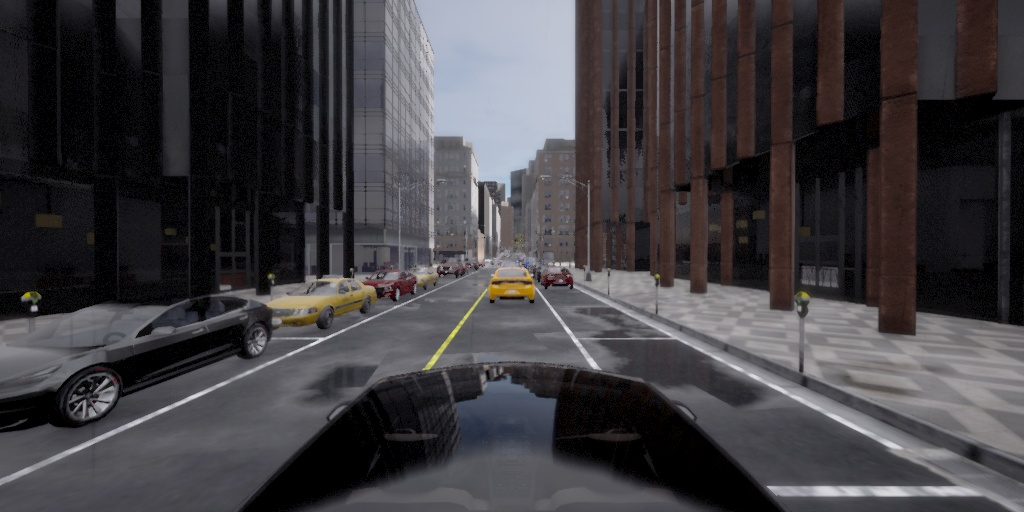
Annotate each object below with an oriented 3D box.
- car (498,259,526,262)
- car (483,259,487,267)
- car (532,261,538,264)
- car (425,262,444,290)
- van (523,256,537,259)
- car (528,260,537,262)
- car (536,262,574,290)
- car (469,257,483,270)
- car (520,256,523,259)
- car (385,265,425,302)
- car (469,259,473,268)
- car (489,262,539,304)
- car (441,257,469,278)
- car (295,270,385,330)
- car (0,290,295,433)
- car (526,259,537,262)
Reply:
[{"bbox_3d":[0.000,1.245,31.501,1.882,1.535,5.008,0,0,0],"label":"car"},{"bbox_3d":[-5.763,1.292,62.102,1.888,1.381,4.507,0,0,0],"label":"car"},{"bbox_3d":[2.762,1.324,28.231,1.948,1.339,4.313,0,0,0],"label":"car"},{"bbox_3d":[-5.763,1.281,22.422,1.751,1.417,4.829,0,0,0],"label":"car"},{"bbox_3d":[2.762,1.097,50.810,1.690,1.789,3.998,0,0,0],"label":"van"},{"bbox_3d":[2.762,1.326,33.876,1.948,1.339,4.313,0,0,0],"label":"car"},{"bbox_3d":[2.762,1.301,22.586,1.888,1.381,4.507,0,0,0],"label":"car"},{"bbox_3d":[-5.763,1.071,50.813,2.192,1.841,5.009,0,0,0],"label":"car"},{"bbox_3d":[2.762,1.192,56.455,1.967,1.591,4.097,0,0,0],"label":"car"},{"bbox_3d":[-5.763,1.297,16.948,1.888,1.381,4.507,0,0,0],"label":"car"},{"bbox_3d":[-5.763,1.305,39.525,1.888,1.381,4.507,0,0,0],"label":"car"},{"bbox_3d":[0.000,1.238,16.502,1.882,1.535,5.008,0,0,0],"label":"car"},{"bbox_3d":[-5.763,1.075,33.881,2.192,1.841,5.009,0,0,0],"label":"car"},{"bbox_3d":[-5.763,1.274,11.135,1.751,1.417,4.829,0,0,0],"label":"car"},{"bbox_3d":[-5.763,1.314,5.663,1.948,1.339,4.313,0,0,0],"label":"car"},{"bbox_3d":[2.762,1.311,39.521,2.007,1.370,4.403,0,0,0],"label":"car"}]
